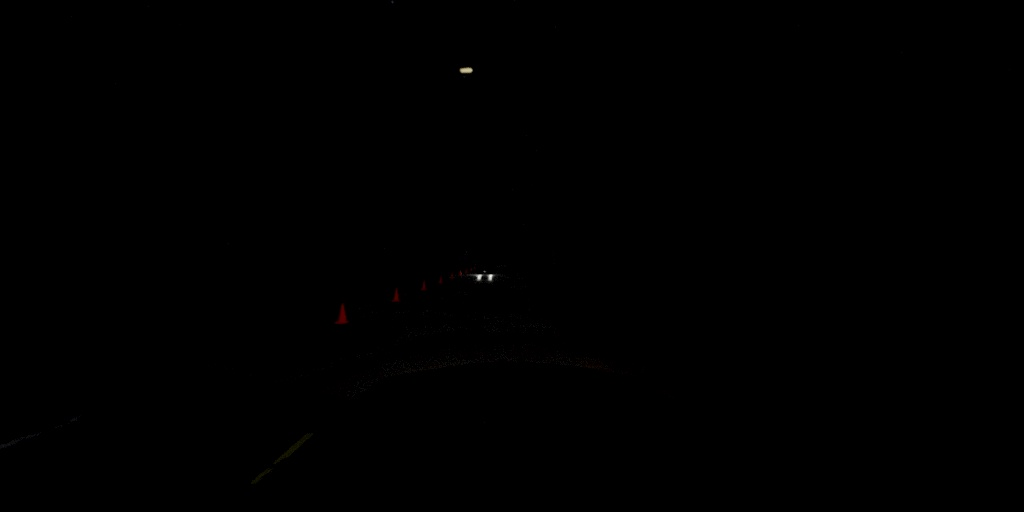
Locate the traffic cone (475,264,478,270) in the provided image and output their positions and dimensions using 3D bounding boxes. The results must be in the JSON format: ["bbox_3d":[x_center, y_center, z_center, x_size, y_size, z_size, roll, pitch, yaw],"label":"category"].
[{"bbox_3d":[-5.217,1.616,50.515,0.340,0.580,0.340,0,0,-1],"label":"traffic cone"}]

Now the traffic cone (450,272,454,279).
[{"bbox_3d":[-5.095,1.640,30.526,0.340,0.580,0.340,0,0,0],"label":"traffic cone"}]

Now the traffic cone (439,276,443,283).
[{"bbox_3d":[-5.065,1.645,25.526,0.340,0.580,0.340,0,0,0],"label":"traffic cone"}]

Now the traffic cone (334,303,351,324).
[{"bbox_3d":[-4.974,1.663,10.526,0.340,0.580,0.340,0,0,0],"label":"traffic cone"}]

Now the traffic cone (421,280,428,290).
[{"bbox_3d":[-5.034,1.651,20.526,0.340,0.580,0.340,0,0,0],"label":"traffic cone"}]

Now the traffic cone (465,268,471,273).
[{"bbox_3d":[-5.156,1.628,40.526,0.340,0.580,0.340,0,0,0],"label":"traffic cone"}]

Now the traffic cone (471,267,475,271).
[{"bbox_3d":[-5.186,1.622,45.526,0.340,0.580,0.340,0,0,0],"label":"traffic cone"}]

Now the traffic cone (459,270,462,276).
[{"bbox_3d":[-5.125,1.634,35.526,0.340,0.580,0.340,0,0,0],"label":"traffic cone"}]

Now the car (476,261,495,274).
[{"bbox_3d":[-2.896,1.240,40.273,2.033,1.411,5.357,1,0,0],"label":"car"}]

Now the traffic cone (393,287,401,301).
[{"bbox_3d":[-5.004,1.657,15.526,0.340,0.580,0.340,0,0,0],"label":"traffic cone"}]
